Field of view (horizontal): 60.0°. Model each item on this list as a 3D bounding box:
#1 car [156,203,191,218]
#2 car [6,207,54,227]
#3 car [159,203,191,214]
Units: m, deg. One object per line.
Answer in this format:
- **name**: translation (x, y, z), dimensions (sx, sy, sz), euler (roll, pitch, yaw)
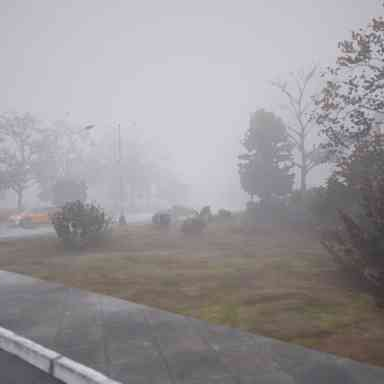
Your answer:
- **car**: translation (-1.817, 2.090, 36.299), dimensions (2.033, 1.411, 5.357), euler (-3, -2, 32)
- **car**: translation (-14.271, 2.172, 30.144), dimensions (2.097, 1.767, 4.553), euler (-3, -2, 33)
- **car**: translation (-2.435, 2.408, 48.829), dimensions (2.128, 1.511, 4.902), euler (-3, -2, 32)
